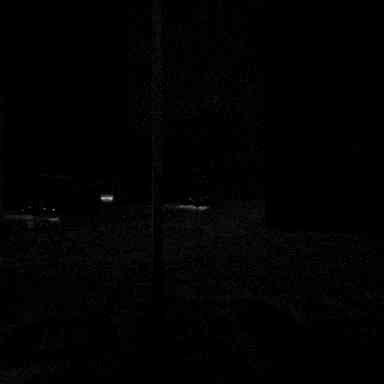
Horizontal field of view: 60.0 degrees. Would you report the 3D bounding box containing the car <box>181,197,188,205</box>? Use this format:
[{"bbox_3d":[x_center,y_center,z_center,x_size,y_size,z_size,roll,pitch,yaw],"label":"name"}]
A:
[{"bbox_3d":[0.280,1.103,50.403,2.097,1.767,4.553,0,0,36],"label":"car"}]

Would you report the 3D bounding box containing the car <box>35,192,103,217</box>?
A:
[{"bbox_3d":[-10.533,1.013,29.610,2.150,2.045,5.566,0,0,35],"label":"car"}]

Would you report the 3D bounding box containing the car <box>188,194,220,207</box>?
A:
[{"bbox_3d":[2.085,1.227,47.347,1.882,1.535,5.008,0,0,36],"label":"car"}]

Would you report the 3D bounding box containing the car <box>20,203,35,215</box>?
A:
[{"bbox_3d":[-13.500,1.324,31.048,1.812,1.442,4.674,0,0,35],"label":"car"}]
